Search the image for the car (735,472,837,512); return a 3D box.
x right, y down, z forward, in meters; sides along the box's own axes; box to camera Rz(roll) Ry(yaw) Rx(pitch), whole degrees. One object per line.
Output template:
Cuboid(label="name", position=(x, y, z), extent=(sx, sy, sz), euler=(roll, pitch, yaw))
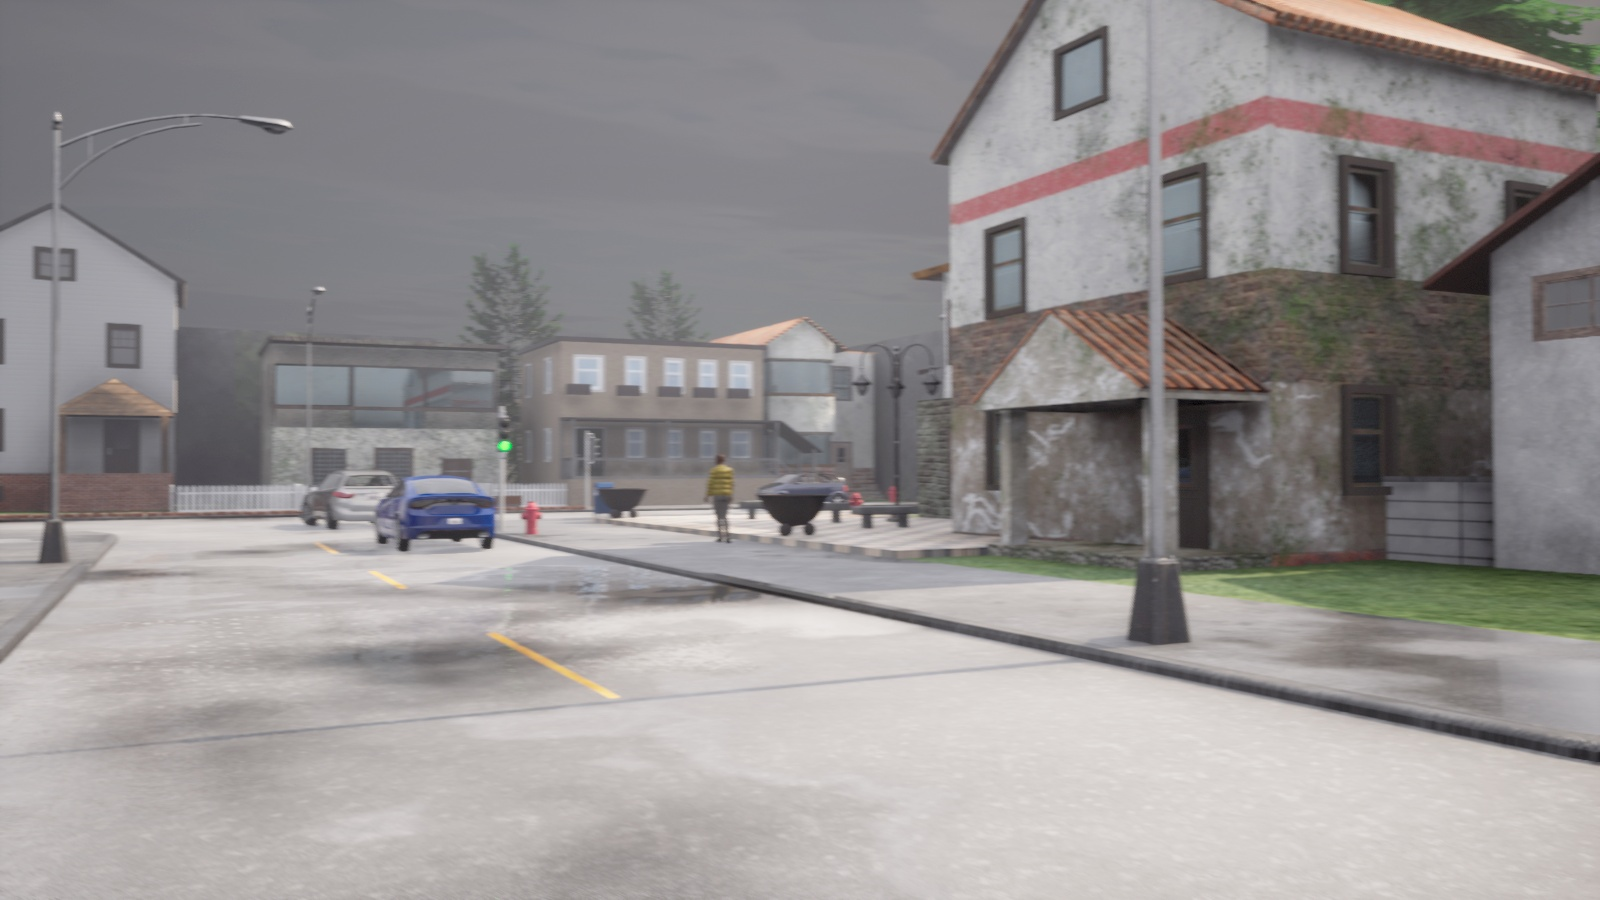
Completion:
Cuboid(label="car", position=(-0.562, 1.685, 51.140), extent=(3.705, 1.549, 1.789), euler=(0, -1, -27))

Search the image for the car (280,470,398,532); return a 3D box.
Cuboid(label="car", position=(-13.550, 1.451, 36.774), extent=(2.242, 1.667, 4.611), euler=(0, -1, -33))

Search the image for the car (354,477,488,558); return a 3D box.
Cuboid(label="car", position=(-8.188, 1.350, 26.795), extent=(1.882, 1.535, 5.008), euler=(0, -1, -27))

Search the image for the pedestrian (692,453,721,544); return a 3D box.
Cuboid(label="pedestrian", position=(-1.925, 0.993, 25.782), extent=(0.370, 1.835, 0.726), euler=(0, -1, -22))
